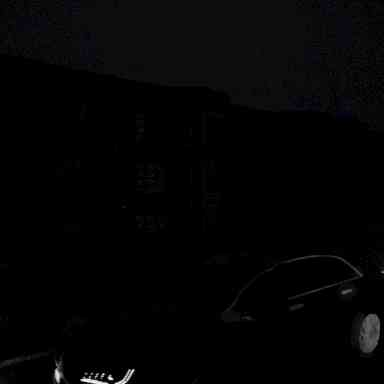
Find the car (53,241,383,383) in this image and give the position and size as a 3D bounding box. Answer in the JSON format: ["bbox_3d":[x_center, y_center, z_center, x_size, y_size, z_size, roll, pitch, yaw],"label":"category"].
[{"bbox_3d":[0.754,1.506,4.508,4.892,1.490,1.837,0,0,-33],"label":"car"}]
